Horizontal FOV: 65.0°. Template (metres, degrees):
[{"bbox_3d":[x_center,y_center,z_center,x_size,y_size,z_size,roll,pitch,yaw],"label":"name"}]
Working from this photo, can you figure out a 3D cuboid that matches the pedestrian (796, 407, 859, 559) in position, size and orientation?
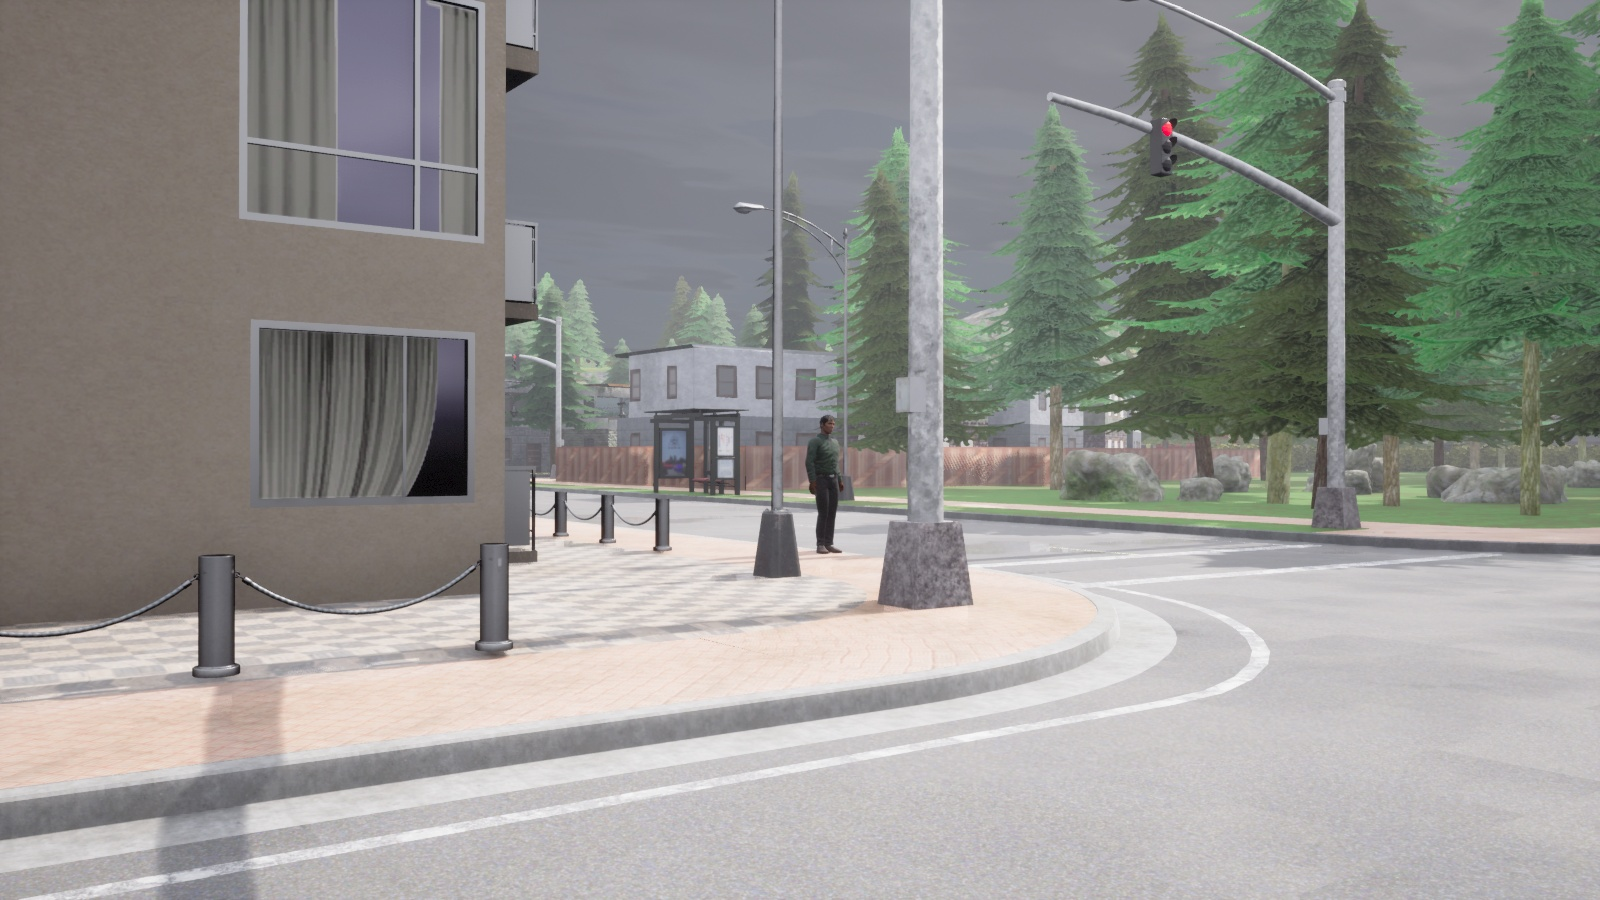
[{"bbox_3d":[0.359,0.430,16.557,0.423,1.949,0.788,0,0,-37],"label":"pedestrian"}]
